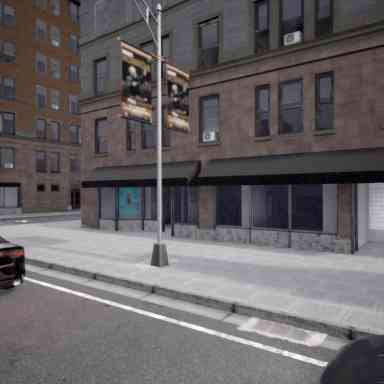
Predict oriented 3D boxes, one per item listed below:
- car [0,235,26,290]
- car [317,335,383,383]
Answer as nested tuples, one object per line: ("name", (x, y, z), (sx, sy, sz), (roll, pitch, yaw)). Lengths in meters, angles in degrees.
("car", (-5.948, 1.477, 7.899), (5.008, 1.535, 1.882), (0, 0, 35))
("car", (3.087, 1.504, 1.488), (4.892, 1.490, 1.837), (0, 0, 35))
